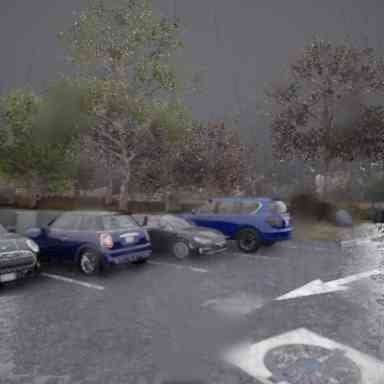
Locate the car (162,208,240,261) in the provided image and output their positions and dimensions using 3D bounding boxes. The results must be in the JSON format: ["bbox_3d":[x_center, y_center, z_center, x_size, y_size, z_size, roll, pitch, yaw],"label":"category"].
[{"bbox_3d":[-1.052,1.505,12.276,4.892,1.521,2.231,-1,-1,34],"label":"car"}]

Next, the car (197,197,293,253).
[{"bbox_3d":[1.383,1.261,14.036,5.566,2.045,2.435,-1,-1,34],"label":"car"}]

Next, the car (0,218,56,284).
[{"bbox_3d":[-5.993,1.361,8.781,4.553,1.767,2.185,-1,-1,34],"label":"car"}]

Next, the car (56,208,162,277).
[{"bbox_3d":[-3.485,1.369,10.497,4.553,1.767,2.185,-1,-1,34],"label":"car"}]
